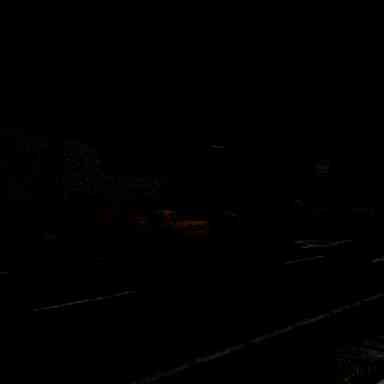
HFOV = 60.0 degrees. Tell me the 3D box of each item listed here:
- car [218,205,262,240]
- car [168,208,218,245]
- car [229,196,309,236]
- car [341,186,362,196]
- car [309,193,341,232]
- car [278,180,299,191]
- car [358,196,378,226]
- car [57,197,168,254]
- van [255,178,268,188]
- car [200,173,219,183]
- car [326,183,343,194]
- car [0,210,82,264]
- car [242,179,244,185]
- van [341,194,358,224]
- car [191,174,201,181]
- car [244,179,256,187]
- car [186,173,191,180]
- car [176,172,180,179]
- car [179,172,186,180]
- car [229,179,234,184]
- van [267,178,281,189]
[{"bbox_3d":[0.894,1.546,17.148,4.674,1.452,2.002,-1,-1,35],"label":"car"},{"bbox_3d":[-1.710,1.501,15.516,5.366,1.575,1.946,-1,-1,34],"label":"car"},{"bbox_3d":[3.318,1.260,18.910,5.566,2.045,2.435,-1,-1,35],"label":"car"},{"bbox_3d":[25.612,0.132,52.566,2.002,1.452,4.674,7,3,35],"label":"car"},{"bbox_3d":[5.829,1.265,20.619,5.566,2.045,2.435,-1,-1,35],"label":"car"},{"bbox_3d":[18.694,-0.997,62.412,2.231,1.521,4.892,7,3,35],"label":"car"},{"bbox_3d":[10.770,1.400,24.047,4.553,1.767,2.185,-1,-1,35],"label":"car"},{"bbox_3d":[-4.027,1.246,13.685,5.566,2.045,2.435,-1,-1,34],"label":"car"},{"bbox_3d":[15.197,-1.769,67.240,1.878,1.987,4.442,7,4,35],"label":"van"},{"bbox_3d":[4.918,-3.181,82.246,1.946,1.575,5.366,7,3,34],"label":"car"},{"bbox_3d":[23.917,-0.431,55.035,2.435,2.045,5.566,7,3,35],"label":"car"},{"bbox_3d":[-6.468,1.523,11.935,4.792,1.488,2.163,-1,-1,34],"label":"car"},{"bbox_3d":[11.783,-2.048,72.285,2.002,1.452,4.674,7,3,35],"label":"car"},{"bbox_3d":[8.364,1.294,22.293,4.442,1.987,1.878,-1,-1,35],"label":"van"},{"bbox_3d":[3.063,-3.703,84.502,2.435,2.045,5.566,7,3,34],"label":"car"},{"bbox_3d":[13.618,-1.817,69.968,1.946,1.575,5.366,7,3,35],"label":"car"},{"bbox_3d":[1.264,-3.855,86.965,2.185,1.767,4.553,6,3,34],"label":"car"},{"bbox_3d":[-2.245,-4.367,91.777,2.435,2.045,5.566,1,-1,34],"label":"car"},{"bbox_3d":[-0.470,-4.090,89.432,2.185,1.767,4.553,4,1,33],"label":"car"},{"bbox_3d":[10.036,-2.322,74.745,2.002,1.452,4.674,7,3,35],"label":"car"},{"bbox_3d":[16.930,-1.496,64.771,1.878,1.987,4.442,7,4,35],"label":"van"}]
